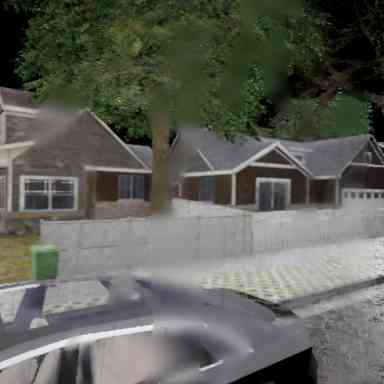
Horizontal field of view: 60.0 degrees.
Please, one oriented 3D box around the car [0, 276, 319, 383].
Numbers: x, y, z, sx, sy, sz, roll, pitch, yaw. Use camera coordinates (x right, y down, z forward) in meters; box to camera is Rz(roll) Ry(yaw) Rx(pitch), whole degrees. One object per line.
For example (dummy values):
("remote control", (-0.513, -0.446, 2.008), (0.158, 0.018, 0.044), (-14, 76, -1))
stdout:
("car", (-1.200, 1.473, 2.211), (4.902, 1.511, 2.128), (1, 0, -34))
